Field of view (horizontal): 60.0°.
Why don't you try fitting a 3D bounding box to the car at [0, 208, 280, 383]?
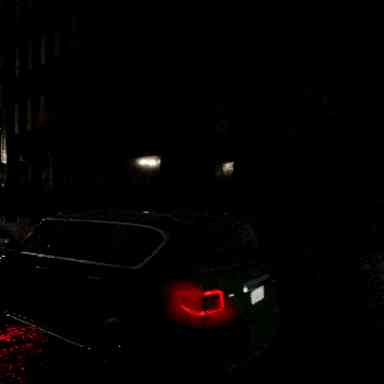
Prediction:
[{"bbox_3d":[-1.400,1.281,5.422,5.566,2.045,2.150,0,-1,37],"label":"car"}]
